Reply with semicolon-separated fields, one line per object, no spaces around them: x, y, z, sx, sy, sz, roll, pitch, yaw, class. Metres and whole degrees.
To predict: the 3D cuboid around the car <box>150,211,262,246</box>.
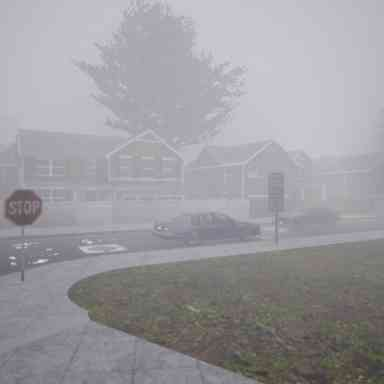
0.757;1.631;15.731;5.357;1.411;2.033;0;0;-30;car

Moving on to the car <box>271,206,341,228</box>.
8.121;1.678;23.323;5.357;1.411;2.033;0;0;-30;car
